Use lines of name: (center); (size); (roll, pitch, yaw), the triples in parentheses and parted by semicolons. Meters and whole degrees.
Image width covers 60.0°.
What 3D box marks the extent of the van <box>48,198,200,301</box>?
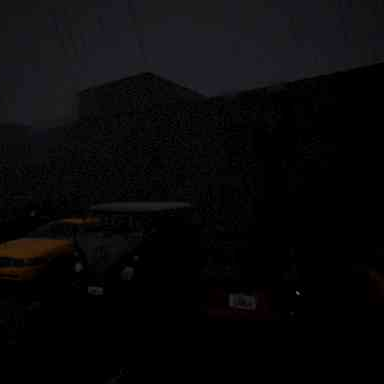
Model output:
van: (-1.140, 1.226, 8.132); (1.878, 1.987, 4.442); (1, 0, 15)

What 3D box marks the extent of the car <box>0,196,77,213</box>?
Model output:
car: (-5.906, 1.169, 11.620); (2.435, 2.045, 5.566); (0, -1, 15)

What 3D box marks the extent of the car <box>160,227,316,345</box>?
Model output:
car: (1.279, 1.500, 6.571); (2.163, 1.488, 4.792); (0, -1, 15)

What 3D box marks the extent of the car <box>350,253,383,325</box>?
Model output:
car: (3.713, 1.486, 5.018); (1.946, 1.575, 5.366); (0, -1, 15)

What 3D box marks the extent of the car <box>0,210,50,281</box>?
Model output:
car: (-3.556, 1.431, 9.767); (1.946, 1.575, 5.366); (1, -1, 15)
